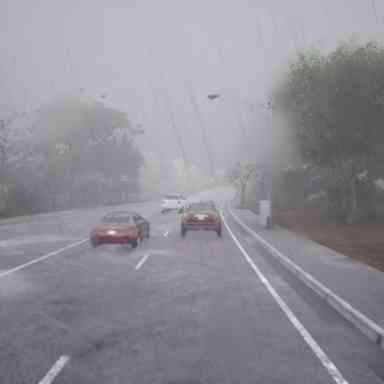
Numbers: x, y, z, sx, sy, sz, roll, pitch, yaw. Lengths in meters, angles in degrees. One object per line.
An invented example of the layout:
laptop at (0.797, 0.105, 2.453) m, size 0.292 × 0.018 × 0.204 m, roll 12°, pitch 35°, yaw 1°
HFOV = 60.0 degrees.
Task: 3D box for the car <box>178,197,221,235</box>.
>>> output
car at (0.548, 1.351, 19.037) m, size 2.097 × 1.767 × 4.553 m, roll 0°, pitch 0°, yaw 2°

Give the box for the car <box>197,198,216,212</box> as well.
car at (1.872, 1.490, 40.288) m, size 2.128 × 1.511 × 4.902 m, roll 0°, pitch 0°, yaw 5°

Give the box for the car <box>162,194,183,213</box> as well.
car at (-1.931, 1.218, 36.739) m, size 2.150 × 2.045 × 5.566 m, roll 0°, pitch 0°, yaw 4°

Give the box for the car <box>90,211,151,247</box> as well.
car at (-3.099, 1.561, 15.087) m, size 1.994 × 1.385 × 4.181 m, roll 0°, pitch 0°, yaw 2°
